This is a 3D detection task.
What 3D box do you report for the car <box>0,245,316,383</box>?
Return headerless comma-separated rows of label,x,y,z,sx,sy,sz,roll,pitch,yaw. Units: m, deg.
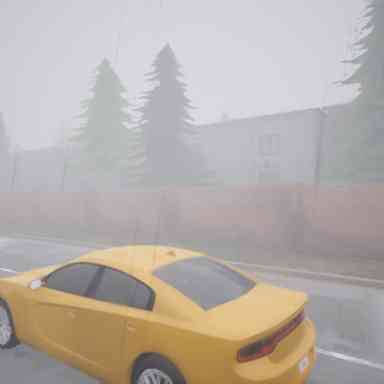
car,-0.936,1.508,4.661,5.008,1.535,1.882,0,0,36
